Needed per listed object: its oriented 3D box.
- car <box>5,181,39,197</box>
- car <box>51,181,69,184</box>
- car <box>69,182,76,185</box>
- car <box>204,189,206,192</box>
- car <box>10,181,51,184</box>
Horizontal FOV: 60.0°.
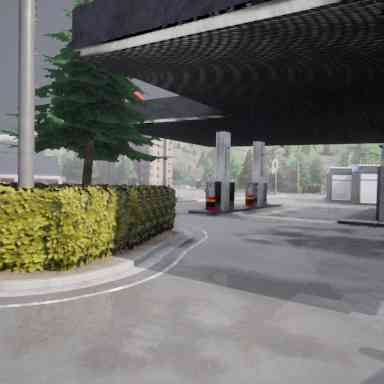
[{"bbox_3d":[-21.761,-0.461,42.419,4.605,1.855,1.932,2,2,35],"label":"car"},{"bbox_3d":[-26.778,-1.253,65.446,3.866,1.878,1.905,2,2,35],"label":"car"},{"bbox_3d":[-25.441,-1.279,68.058,4.605,1.855,1.932,2,2,35],"label":"car"},{"bbox_3d":[4.885,-0.323,65.596,5.027,1.636,2.152,2,2,35],"label":"car"},{"bbox_3d":[-17.228,-0.176,35.202,3.866,1.878,1.905,2,2,35],"label":"car"}]
